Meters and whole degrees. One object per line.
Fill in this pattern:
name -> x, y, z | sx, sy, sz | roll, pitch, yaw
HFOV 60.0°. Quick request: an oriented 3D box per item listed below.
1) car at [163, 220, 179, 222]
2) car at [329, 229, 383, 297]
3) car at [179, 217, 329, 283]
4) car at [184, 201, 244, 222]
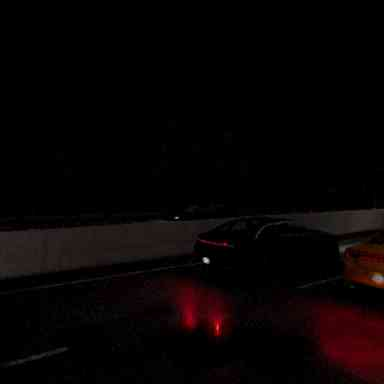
car -> 0.373, 1.507, 21.389 | 4.674, 1.442, 1.812 | 0, 0, -35
car -> 5.507, 1.478, 7.642 | 5.008, 1.535, 1.882 | 0, 0, -35
car -> 2.318, 1.485, 9.669 | 4.902, 1.511, 2.128 | 0, 0, -35
car -> 1.813, 1.505, 26.695 | 4.674, 1.442, 1.812 | 0, 0, -35
